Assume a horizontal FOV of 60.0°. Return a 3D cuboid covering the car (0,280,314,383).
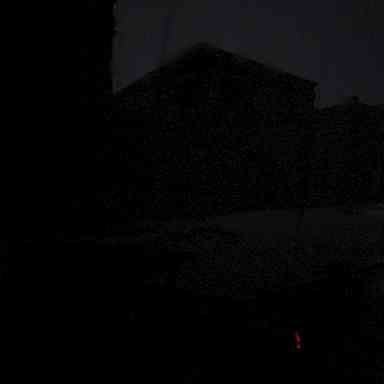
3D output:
[{"bbox_3d":[-0.908,1.563,2.729,4.181,1.385,1.994,0,0,-35],"label":"car"}]
